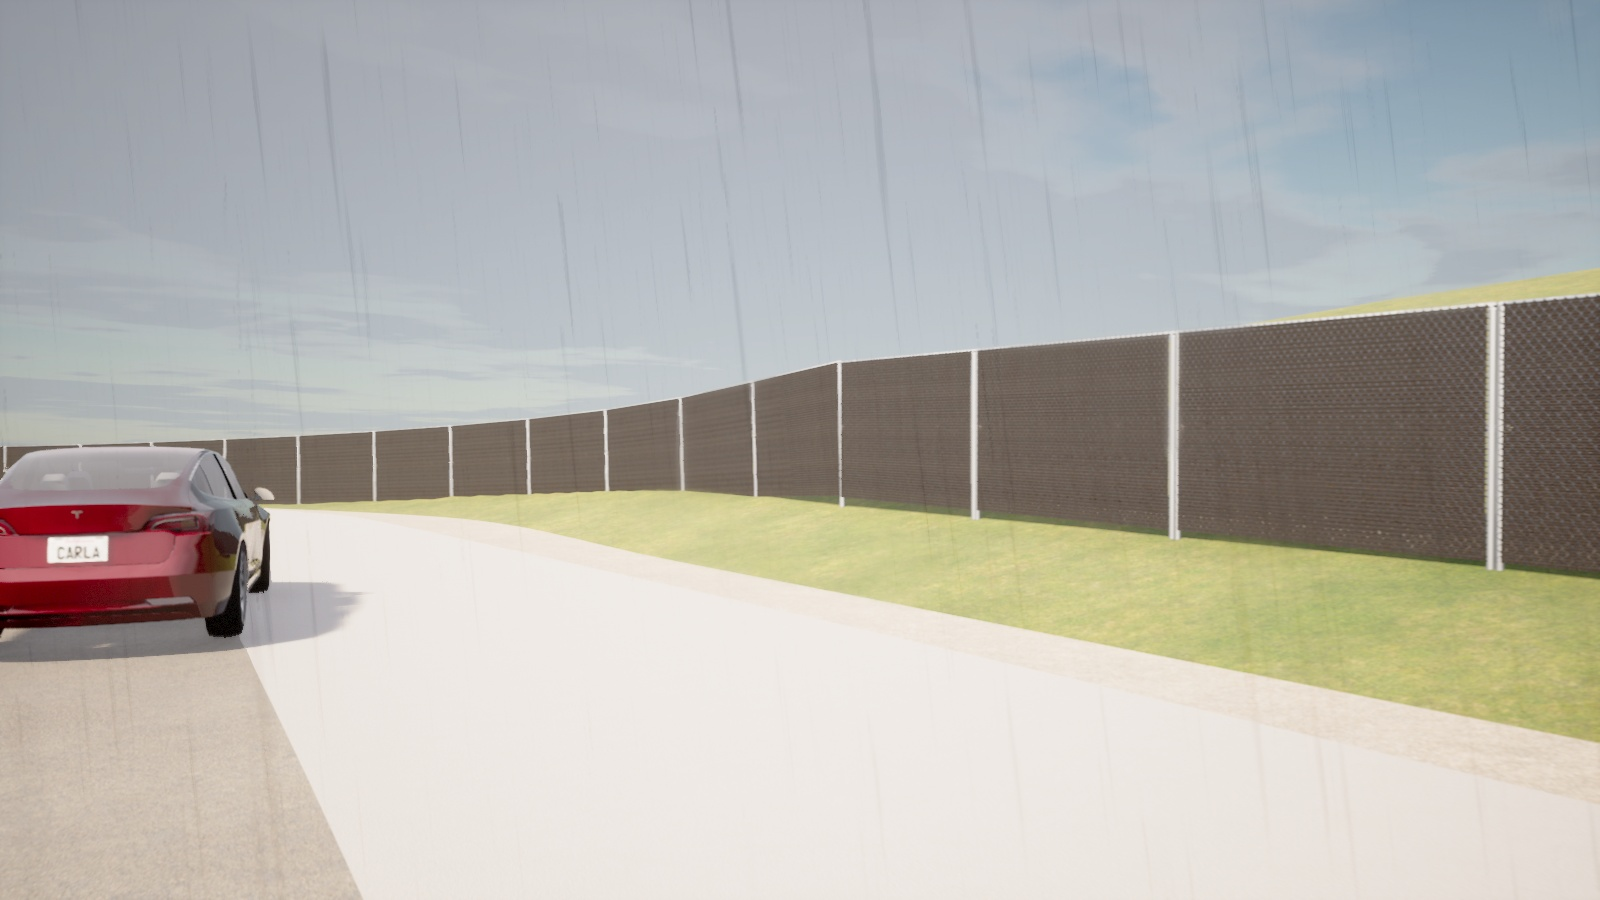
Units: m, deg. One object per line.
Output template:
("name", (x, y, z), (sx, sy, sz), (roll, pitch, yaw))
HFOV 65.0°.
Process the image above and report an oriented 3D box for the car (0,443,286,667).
("car", (-5.739, 0.696, 10.854), (2.163, 1.488, 4.792), (-1, 1, -20))
